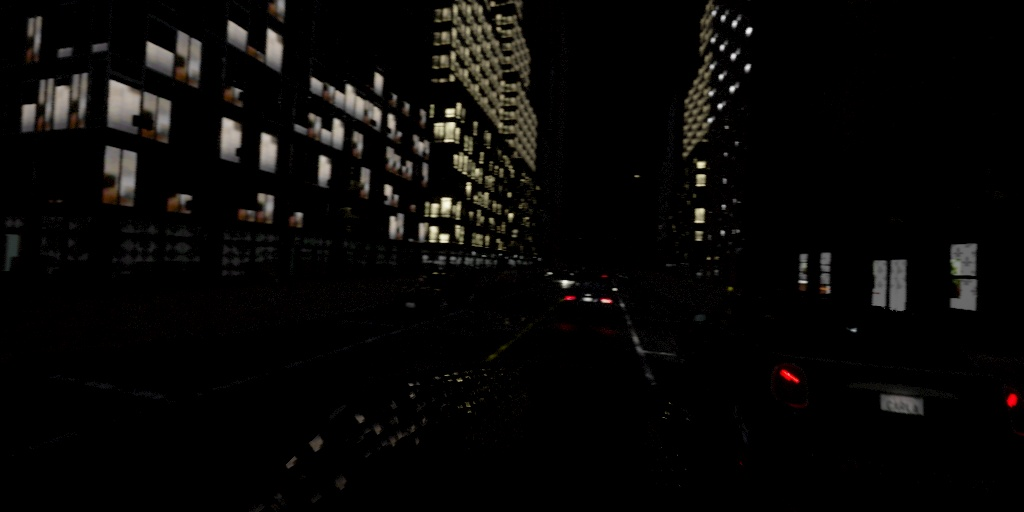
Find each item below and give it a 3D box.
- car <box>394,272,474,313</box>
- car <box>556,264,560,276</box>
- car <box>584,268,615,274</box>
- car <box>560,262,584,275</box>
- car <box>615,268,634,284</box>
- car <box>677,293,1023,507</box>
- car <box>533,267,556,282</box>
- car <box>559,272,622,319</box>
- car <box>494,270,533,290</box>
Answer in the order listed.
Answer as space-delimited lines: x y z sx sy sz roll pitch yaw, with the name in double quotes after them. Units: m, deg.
-2.901 1.337 14.245 1.948 1.339 4.313 0 0 15 "car"
5.820 2.091 47.258 1.888 1.381 4.507 0 0 15 "car"
7.971 1.963 32.629 2.128 1.511 4.902 2 -1 15 "car"
7.479 1.794 42.967 2.150 2.045 5.566 2 -1 15 "car"
12.457 2.319 39.597 1.948 1.339 4.313 0 0 15 "car"
3.808 1.313 5.061 2.097 1.767 4.553 2 -1 15 "car"
2.913 1.839 36.253 2.007 1.370 4.403 0 0 15 "car"
3.234 1.597 14.709 2.033 1.411 5.357 2 -1 15 "car"
0.006 1.613 25.248 1.802 1.307 4.207 0 0 15 "car"
